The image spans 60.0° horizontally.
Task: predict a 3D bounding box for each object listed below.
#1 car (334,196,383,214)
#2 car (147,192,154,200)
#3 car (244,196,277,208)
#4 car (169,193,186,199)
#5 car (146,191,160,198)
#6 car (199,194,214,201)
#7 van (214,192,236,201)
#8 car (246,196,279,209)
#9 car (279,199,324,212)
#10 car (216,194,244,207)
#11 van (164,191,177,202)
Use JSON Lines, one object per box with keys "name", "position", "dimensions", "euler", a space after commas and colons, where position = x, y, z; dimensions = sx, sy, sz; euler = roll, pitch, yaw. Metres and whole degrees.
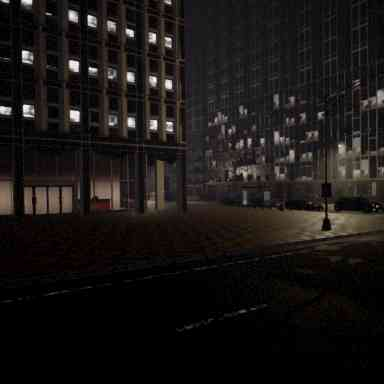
{"name": "car", "position": [16.970, 1.207, 33.946], "dimensions": [2.097, 1.767, 4.553], "euler": [-1, 1, -33]}
{"name": "car", "position": [-10.260, 1.038, 69.113], "dimensions": [2.008, 1.369, 4.403], "euler": [0, 1, -34]}
{"name": "car", "position": [9.297, 1.294, 45.199], "dimensions": [1.994, 1.385, 4.181], "euler": [-1, 1, -34]}
{"name": "car", "position": [-3.351, 0.934, 73.856], "dimensions": [1.802, 1.307, 4.206], "euler": [0, 1, -34]}
{"name": "car", "position": [-9.787, 0.684, 83.224], "dimensions": [1.967, 1.590, 4.097], "euler": [0, 1, -34]}
{"name": "car", "position": [3.083, 1.041, 64.485], "dimensions": [1.802, 1.307, 4.206], "euler": [-1, 1, -34]}
{"name": "van", "position": [6.300, 0.853, 59.797], "dimensions": [1.690, 1.788, 3.998], "euler": [-1, 1, -34]}
{"name": "car", "position": [8.951, 1.386, 40.941], "dimensions": [1.802, 1.307, 4.206], "euler": [-1, 1, -34]}
{"name": "car", "position": [12.155, 1.422, 36.243], "dimensions": [1.947, 1.339, 4.313], "euler": [-1, 1, -34]}
{"name": "car", "position": [5.782, 1.318, 45.658], "dimensions": [1.947, 1.339, 4.313], "euler": [-1, 1, -34]}
{"name": "van", "position": [-3.825, 0.936, 59.740], "dimensions": [1.690, 1.788, 3.998], "euler": [0, 1, -34]}
